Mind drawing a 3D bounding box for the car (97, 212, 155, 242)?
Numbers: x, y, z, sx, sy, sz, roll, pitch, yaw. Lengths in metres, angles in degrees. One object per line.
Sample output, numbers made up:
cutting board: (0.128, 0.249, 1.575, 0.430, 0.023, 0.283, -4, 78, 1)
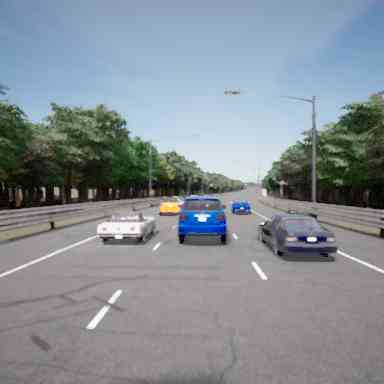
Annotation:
car: (-2.978, 1.595, 16.207, 1.895, 1.301, 4.718, 0, 0, 2)

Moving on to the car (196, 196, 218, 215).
car: (1.614, 1.359, 34.164, 2.097, 1.767, 4.553, 0, 0, 4)

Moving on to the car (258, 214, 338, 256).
car: (3.902, 1.553, 13.095, 2.033, 1.411, 5.357, 0, 0, 2)

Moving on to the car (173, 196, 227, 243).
car: (0.528, 1.222, 16.333, 2.150, 2.045, 5.566, 0, 0, 2)

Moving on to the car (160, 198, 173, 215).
car: (-1.921, 1.352, 33.872, 2.097, 1.767, 4.553, 0, 0, 4)

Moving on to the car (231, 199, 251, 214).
car: (5.289, 1.492, 36.293, 1.882, 1.535, 5.008, 0, 0, 5)
